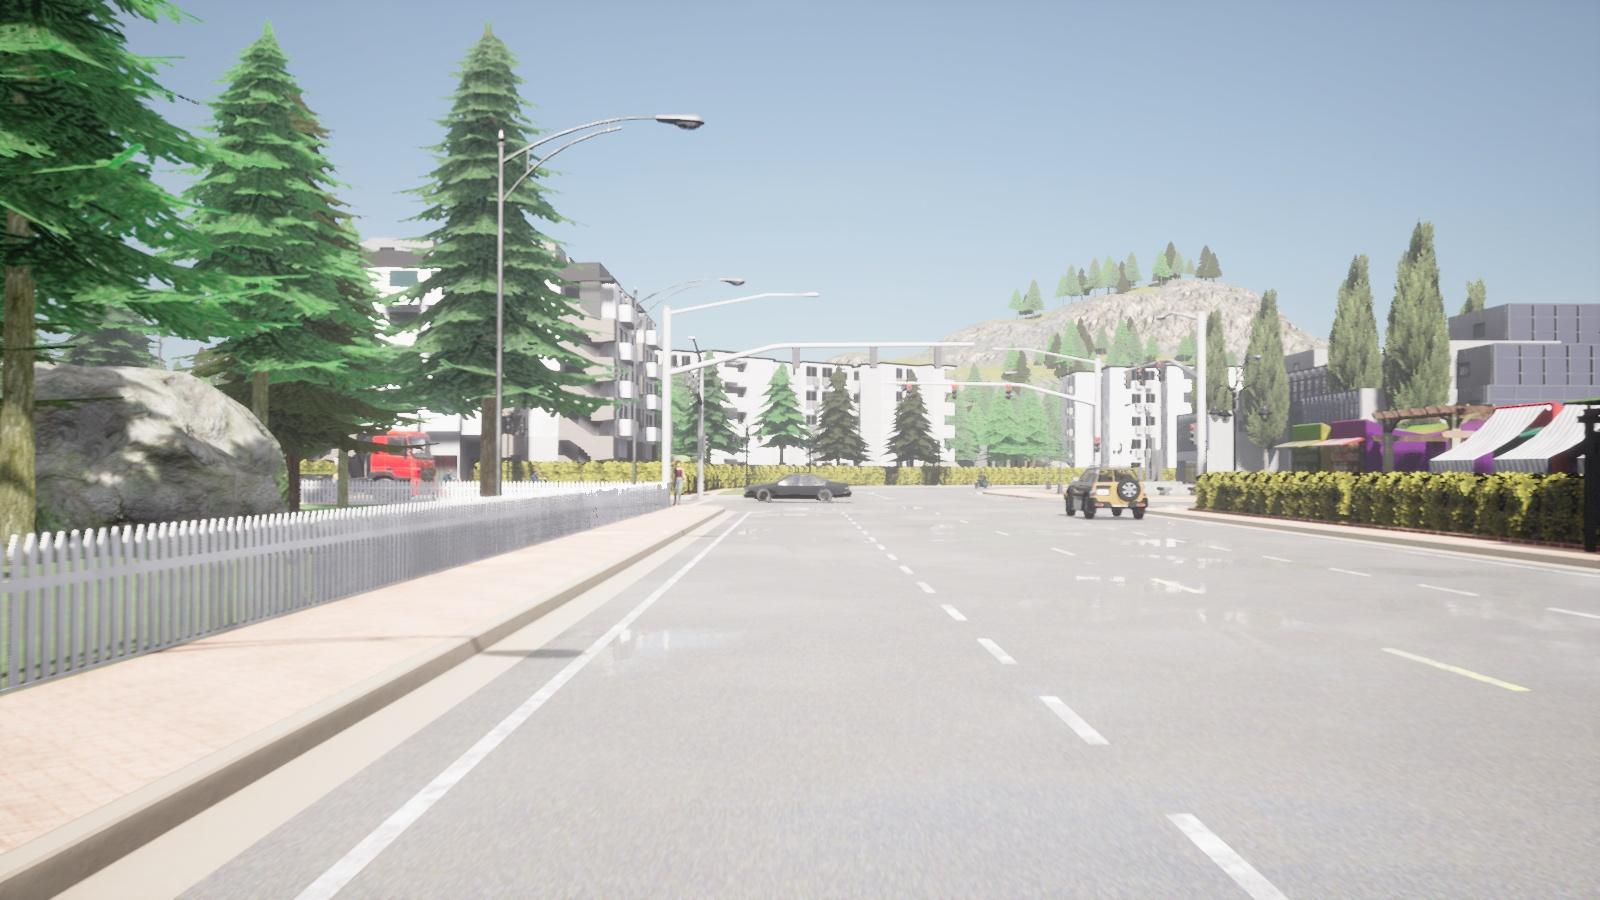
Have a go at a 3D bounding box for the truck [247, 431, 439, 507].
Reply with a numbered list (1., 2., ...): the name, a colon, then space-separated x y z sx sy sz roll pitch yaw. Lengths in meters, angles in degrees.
1. truck: -21.309 0.904 58.875 7.936 3.462 2.891 0 -1 1

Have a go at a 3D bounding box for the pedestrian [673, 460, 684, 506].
1. pedestrian: -4.886 1.341 50.660 0.345 1.836 0.594 0 -1 -14

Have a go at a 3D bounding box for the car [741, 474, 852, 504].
1. car: -0.154 1.899 61.879 5.357 1.411 2.033 0 -1 1

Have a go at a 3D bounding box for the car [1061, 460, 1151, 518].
1. car: 10.389 1.309 42.990 1.932 1.855 4.605 0 -1 0
